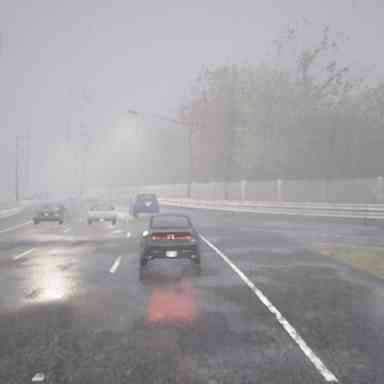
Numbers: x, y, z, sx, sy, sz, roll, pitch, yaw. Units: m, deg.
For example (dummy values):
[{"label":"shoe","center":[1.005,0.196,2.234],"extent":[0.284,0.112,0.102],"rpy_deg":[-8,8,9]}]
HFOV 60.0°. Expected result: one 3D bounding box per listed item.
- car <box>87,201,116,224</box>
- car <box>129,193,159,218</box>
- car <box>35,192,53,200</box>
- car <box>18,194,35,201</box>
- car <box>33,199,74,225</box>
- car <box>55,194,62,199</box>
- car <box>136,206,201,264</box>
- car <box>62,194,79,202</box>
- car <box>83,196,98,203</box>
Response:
[{"label":"car","center":[-6.483,1.544,24.160],"extent":[1.895,1.301,4.718],"rpy_deg":[0,0,-13]},{"label":"car","center":[-4.346,1.139,29.850],"extent":[2.150,2.045,5.566],"rpy_deg":[0,0,-16]},{"label":"car","center":[-34.298,0.911,75.268],"extent":[5.566,2.045,2.150],"rpy_deg":[0,0,44]},{"label":"car","center":[-36.831,1.297,72.856],"extent":[4.718,1.301,1.895],"rpy_deg":[0,0,44]},{"label":"car","center":[-9.989,1.503,23.874],"extent":[2.033,1.411,5.357],"rpy_deg":[0,0,-14]},{"label":"car","center":[-29.839,1.204,77.438],"extent":[2.033,1.411,5.357],"rpy_deg":[0,0,-31]},{"label":"car","center":[-0.814,1.470,11.685],"extent":[1.837,1.490,4.892],"rpy_deg":[0,0,-6]},{"label":"car","center":[-25.867,1.451,71.462],"extent":[1.895,1.301,4.718],"rpy_deg":[0,0,-34]},{"label":"car","center":[-18.572,1.392,60.797],"extent":[1.812,1.442,4.674],"rpy_deg":[0,0,-33]}]
